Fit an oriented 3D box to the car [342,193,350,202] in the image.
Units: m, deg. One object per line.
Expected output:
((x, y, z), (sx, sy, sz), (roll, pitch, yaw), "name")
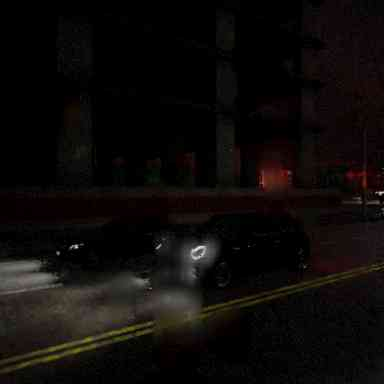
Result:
((33.300, 1.303, 71.142), (3.905, 1.438, 1.784), (0, 0, -35), "car")

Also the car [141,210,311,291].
((1.201, 1.346, 9.133), (4.553, 1.767, 2.097), (0, 0, -36), "car")

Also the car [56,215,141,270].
((-2.032, 1.520, 11.129), (4.674, 1.442, 1.812), (0, 0, -36), "car")

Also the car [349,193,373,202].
((34.972, 1.335, 68.779), (3.806, 1.475, 1.970), (0, 0, -35), "car")

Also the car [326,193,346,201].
((31.708, 1.092, 73.303), (4.605, 1.855, 1.932), (0, 0, -35), "car")

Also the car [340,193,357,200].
((40.792, 1.079, 86.537), (4.605, 1.855, 1.932), (0, 0, -35), "car")
